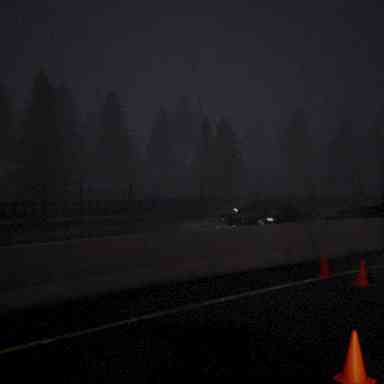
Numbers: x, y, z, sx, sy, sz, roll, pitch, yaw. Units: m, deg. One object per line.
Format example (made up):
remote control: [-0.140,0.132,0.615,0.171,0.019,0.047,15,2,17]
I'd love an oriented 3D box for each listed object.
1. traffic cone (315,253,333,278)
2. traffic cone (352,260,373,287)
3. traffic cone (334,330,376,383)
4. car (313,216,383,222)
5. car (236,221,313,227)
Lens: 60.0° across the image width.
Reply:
traffic cone: [3.456,1.899,8.686,0.340,0.580,0.340,0,0,-35]
traffic cone: [4.033,1.901,7.869,0.340,0.580,0.340,0,0,-35]
traffic cone: [1.920,1.929,3.928,0.340,0.580,0.340,0,0,-35]
car: [9.016,1.383,17.394,4.892,1.490,1.837,0,0,-25]
car: [4.648,1.434,19.216,5.357,1.411,2.033,0,0,-27]
